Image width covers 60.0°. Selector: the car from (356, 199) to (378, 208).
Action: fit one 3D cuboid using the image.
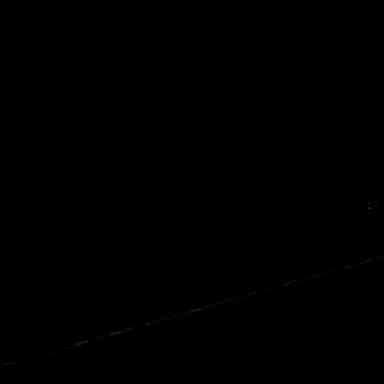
[{"bbox_3d":[30.177,1.978,57.489,1.882,1.535,5.008,-2,-3,0],"label":"car"}]
